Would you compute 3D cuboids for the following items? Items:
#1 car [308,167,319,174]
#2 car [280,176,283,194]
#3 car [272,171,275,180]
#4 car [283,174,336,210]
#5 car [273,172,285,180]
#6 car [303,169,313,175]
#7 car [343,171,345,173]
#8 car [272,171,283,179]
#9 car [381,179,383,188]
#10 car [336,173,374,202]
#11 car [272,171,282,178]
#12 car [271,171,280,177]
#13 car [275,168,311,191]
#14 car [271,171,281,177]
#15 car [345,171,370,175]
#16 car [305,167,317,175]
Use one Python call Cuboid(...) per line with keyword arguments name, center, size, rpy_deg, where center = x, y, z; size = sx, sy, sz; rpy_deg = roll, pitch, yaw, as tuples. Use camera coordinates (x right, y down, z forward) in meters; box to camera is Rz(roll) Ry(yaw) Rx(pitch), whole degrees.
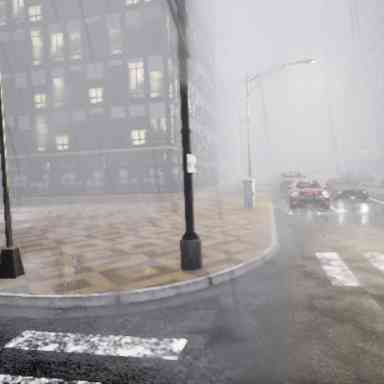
Cuboid(name="car", center=(27.765, -4.484, 75.798), size=(1.887, 1.381, 4.507), rpy_deg=(-1, 4, 13))
Cuboid(name="car", center=(7.367, -0.243, 23.324), size=(1.802, 1.307, 4.206), rpy_deg=(-1, 4, 13))
Cuboid(name="car", center=(14.694, -2.655, 55.873), size=(1.887, 1.381, 4.507), rpy_deg=(-1, 4, 13))
Cuboid(name="car", center=(6.143, 0.012, 17.889), size=(1.967, 1.590, 4.097), rpy_deg=(-1, 4, 13))
Cuboid(name="car", center=(15.916, -3.045, 61.299), size=(2.008, 1.369, 4.403), rpy_deg=(-1, 4, 13))
Cuboid(name="car", center=(30.210, -5.254, 86.654), size=(1.947, 1.339, 4.313), rpy_deg=(-1, 4, 13))
Cuboid(name="car", center=(20.436, -2.088, 43.235), size=(1.947, 1.339, 4.313), rpy_deg=(-1, 4, 13))
Cuboid(name="car", center=(17.136, -3.446, 66.724), size=(1.887, 1.381, 4.507), rpy_deg=(-1, 4, 13))
Cuboid(name="car", center=(16.770, -0.884, 26.953), size=(1.802, 1.307, 4.206), rpy_deg=(-1, 4, 13))
Cuboid(name="car", center=(9.680, -0.259, 21.420), size=(2.033, 1.411, 5.357), rpy_deg=(-2, 4, 13))
Cuboid(name="car", center=(18.358, -3.836, 72.150), size=(2.008, 1.369, 4.403), rpy_deg=(-1, 4, 13))
Cuboid(name="car", center=(20.800, -4.633, 83.000), size=(1.887, 1.381, 4.507), rpy_deg=(-1, 4, 13))
Cuboid(name="car", center=(8.582, -0.905, 28.732), size=(2.192, 1.841, 5.009), rpy_deg=(-1, 4, 13))
Cuboid(name="car", center=(19.579, -4.216, 77.577), size=(1.947, 1.339, 4.313), rpy_deg=(-1, 4, 13))
Cuboid(name="car", center=(19.251, -1.744, 37.971), size=(1.752, 1.417, 4.829), rpy_deg=(-1, 4, 13))
Cuboid(name="car", center=(28.982, -5.108, 81.210), size=(2.192, 1.841, 5.009), rpy_deg=(-1, 4, 13))
